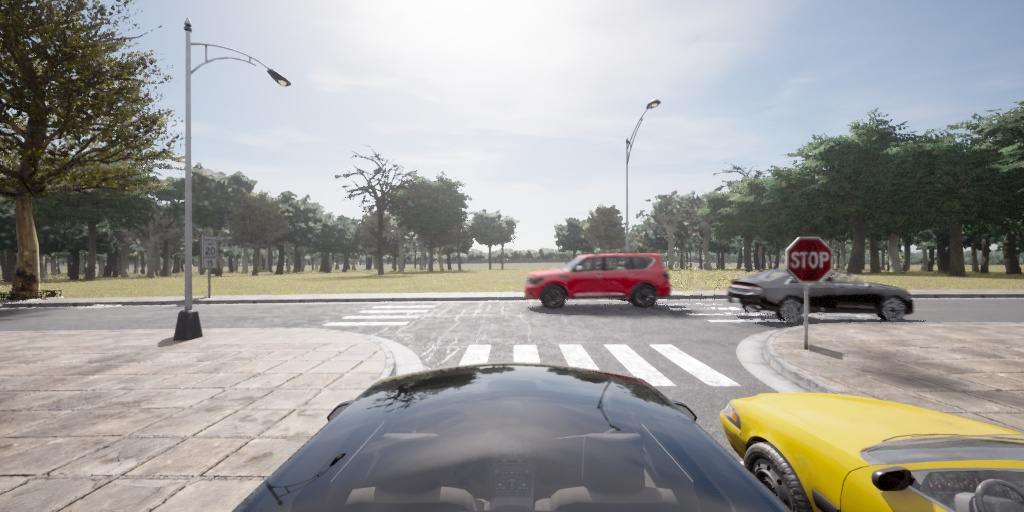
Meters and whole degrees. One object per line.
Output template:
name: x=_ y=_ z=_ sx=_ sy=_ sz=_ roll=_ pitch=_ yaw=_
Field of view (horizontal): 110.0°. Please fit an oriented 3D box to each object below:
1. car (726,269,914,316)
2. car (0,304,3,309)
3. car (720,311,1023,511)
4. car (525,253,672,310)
car: x=9.326 y=1.134 z=11.047 sx=4.902 sy=1.511 sz=2.128 roll=0 pitch=0 yaw=1
car: x=-19.526 y=1.611 z=11.324 sx=4.718 sy=1.301 sz=1.895 roll=-1 pitch=0 yaw=1
car: x=2.634 y=1.275 z=1.146 sx=1.751 sy=1.417 sz=4.829 roll=0 pitch=0 yaw=0
car: x=3.269 y=0.914 z=14.054 sx=5.566 sy=2.045 sz=2.150 roll=-1 pitch=0 yaw=1
